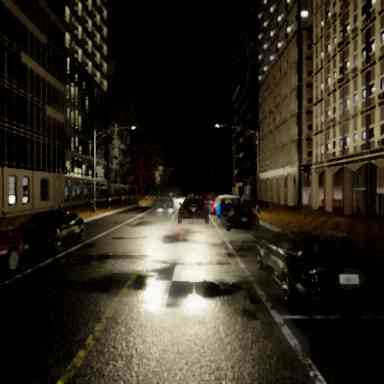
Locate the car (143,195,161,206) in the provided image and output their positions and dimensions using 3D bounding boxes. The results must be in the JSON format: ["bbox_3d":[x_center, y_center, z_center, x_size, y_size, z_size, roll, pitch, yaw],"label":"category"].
[{"bbox_3d":[-5.695,1.191,47.626,2.008,1.369,4.403,0,0,0],"label":"car"}]

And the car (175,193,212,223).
[{"bbox_3d":[0.096,1.177,24.067,2.097,1.767,4.553,0,0,0],"label":"car"}]

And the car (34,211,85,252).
[{"bbox_3d":[-5.691,1.469,13.470,1.947,1.339,4.313,0,0,0],"label":"car"}]

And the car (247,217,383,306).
[{"bbox_3d":[2.691,1.510,7.771,1.947,1.339,4.313,0,0,0],"label":"car"}]

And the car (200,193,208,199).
[{"bbox_3d":[2.681,0.929,76.244,1.752,1.417,4.829,0,0,0],"label":"car"}]

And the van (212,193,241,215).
[{"bbox_3d":[2.689,1.160,24.847,1.690,1.788,3.998,0,0,0],"label":"van"}]

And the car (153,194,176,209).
[{"bbox_3d":[-3.103,1.246,40.375,2.033,1.411,5.357,0,0,0],"label":"car"}]

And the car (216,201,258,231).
[{"bbox_3d":[2.689,1.428,19.154,1.947,1.339,4.313,0,0,0],"label":"car"}]

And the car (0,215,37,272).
[{"bbox_3d":[-5.690,1.489,7.777,1.887,1.381,4.507,0,0,0],"label":"car"}]

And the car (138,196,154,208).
[{"bbox_3d":[-5.694,1.213,41.762,1.752,1.417,4.829,0,0,0],"label":"car"}]

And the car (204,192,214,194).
[{"bbox_3d":[2.686,0.910,53.305,2.192,1.841,5.009,0,0,0],"label":"car"}]

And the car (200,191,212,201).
[{"bbox_3d":[2.684,0.816,64.690,2.192,1.841,5.009,0,0,0],"label":"car"}]

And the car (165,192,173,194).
[{"bbox_3d":[-5.698,1.004,70.394,2.008,1.369,4.403,0,0,0],"label":"car"}]
